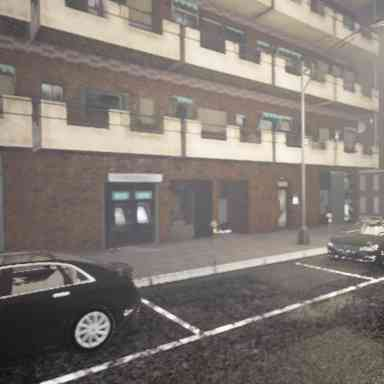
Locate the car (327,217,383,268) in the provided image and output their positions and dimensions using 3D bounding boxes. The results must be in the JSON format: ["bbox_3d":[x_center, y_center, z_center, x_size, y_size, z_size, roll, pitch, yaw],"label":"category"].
[{"bbox_3d":[6.265,1.549,11.043,4.403,1.369,2.008,0,-1,-36],"label":"car"}]

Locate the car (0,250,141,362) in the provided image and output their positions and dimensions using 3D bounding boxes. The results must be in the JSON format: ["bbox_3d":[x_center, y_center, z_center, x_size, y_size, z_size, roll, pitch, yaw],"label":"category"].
[{"bbox_3d":[-2.854,1.554,4.534,4.403,1.369,2.008,0,-1,-36],"label":"car"}]
